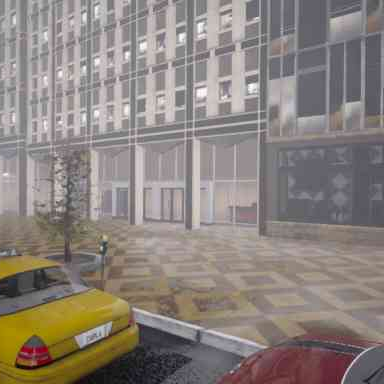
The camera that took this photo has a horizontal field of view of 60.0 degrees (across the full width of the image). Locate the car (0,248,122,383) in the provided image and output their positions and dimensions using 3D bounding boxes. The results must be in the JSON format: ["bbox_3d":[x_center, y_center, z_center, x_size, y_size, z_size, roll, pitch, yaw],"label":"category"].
[{"bbox_3d":[-2.944,1.524,4.967,4.829,1.417,1.752,0,1,36],"label":"car"}]

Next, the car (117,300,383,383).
[{"bbox_3d":[1.820,1.440,1.566,4.097,1.590,1.967,0,1,36],"label":"car"}]
